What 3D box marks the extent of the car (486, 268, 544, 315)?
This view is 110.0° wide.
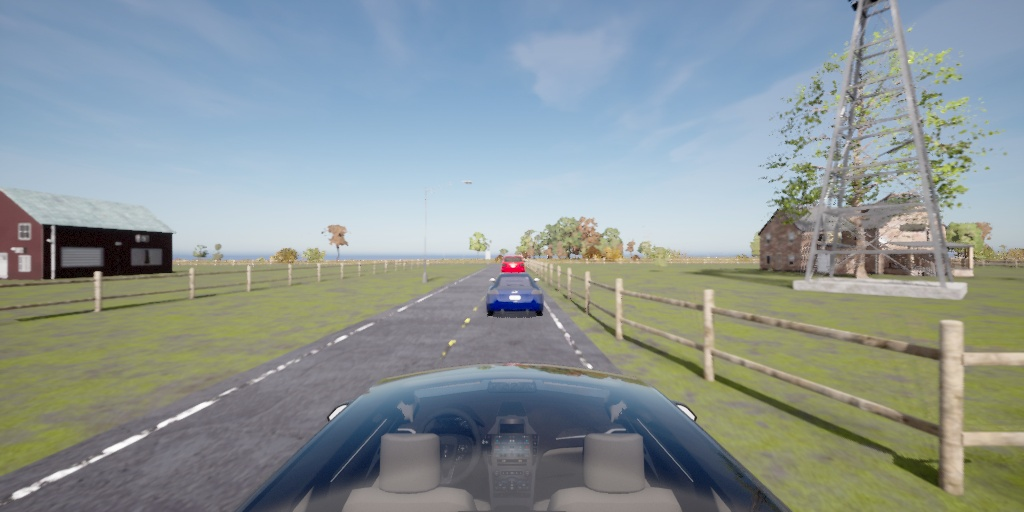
[{"bbox_3d":[0.098,1.314,13.577,1.994,1.385,4.181,0,0,0],"label":"car"}]

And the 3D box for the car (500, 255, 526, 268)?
[{"bbox_3d":[0.098,0.969,33.332,2.150,2.045,5.566,0,0,0],"label":"car"}]
